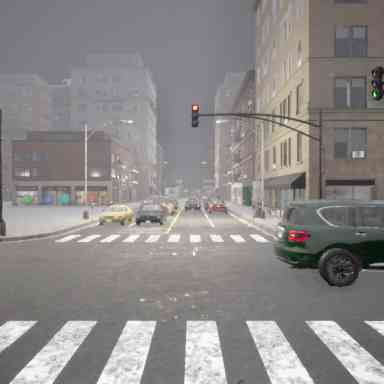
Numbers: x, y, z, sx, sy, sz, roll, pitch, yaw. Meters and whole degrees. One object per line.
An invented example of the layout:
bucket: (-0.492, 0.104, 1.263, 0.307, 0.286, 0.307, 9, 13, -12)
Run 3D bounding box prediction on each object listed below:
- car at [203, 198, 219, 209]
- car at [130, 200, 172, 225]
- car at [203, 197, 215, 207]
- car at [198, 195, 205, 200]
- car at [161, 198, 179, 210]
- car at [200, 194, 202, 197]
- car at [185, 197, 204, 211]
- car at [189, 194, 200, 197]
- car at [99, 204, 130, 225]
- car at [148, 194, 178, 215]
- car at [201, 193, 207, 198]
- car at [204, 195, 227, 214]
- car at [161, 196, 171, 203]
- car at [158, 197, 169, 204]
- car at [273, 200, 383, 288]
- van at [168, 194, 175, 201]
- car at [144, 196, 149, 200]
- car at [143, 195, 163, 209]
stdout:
car: (2.652, 1.568, 46.698, 1.947, 1.339, 4.313, 0, 0, 0)
car: (-2.841, 1.548, 24.166, 2.033, 1.411, 5.357, 0, 0, 0)
car: (2.654, 1.528, 52.530, 1.752, 1.417, 4.829, 0, 0, 0)
car: (2.668, 1.575, 91.993, 1.947, 1.339, 4.313, 0, 0, 0)
car: (-2.831, 1.550, 44.222, 2.033, 1.411, 5.357, 0, 0, 0)
car: (2.660, 1.555, 69.346, 2.008, 1.369, 4.403, 0, 0, 0)
car: (0.108, 1.602, 39.867, 1.895, 1.301, 4.718, 0, 0, 0)
car: (0.098, 1.509, 64.127, 1.837, 1.490, 4.892, 0, 0, 0)
car: (-5.381, 1.526, 23.883, 1.752, 1.417, 4.829, 0, 0, 0)
car: (-2.841, 1.353, 33.814, 2.097, 1.767, 4.553, 0, 0, 0)
car: (2.650, 1.317, 41.036, 2.192, 1.841, 5.009, 0, 0, 0)
car: (2.648, 1.441, 35.374, 1.967, 1.590, 4.097, 0, 0, 0)
car: (-5.365, 1.530, 69.179, 1.752, 1.417, 4.829, 0, 0, 0)
car: (-5.367, 1.586, 63.687, 1.802, 1.307, 4.206, 0, 0, 0)
car: (5.026, 1.246, 8.876, 5.566, 2.045, 2.150, 0, 0, 0)
van: (-5.359, 1.349, 86.334, 1.690, 1.788, 3.998, 0, 0, 0)
car: (-5.375, 1.552, 41.039, 2.008, 1.369, 4.403, 0, 0, 0)
car: (-5.373, 1.317, 46.701, 2.192, 1.841, 5.009, 0, 0, 0)
